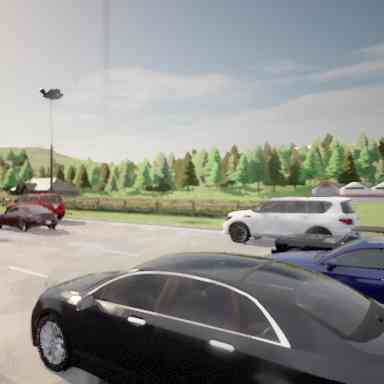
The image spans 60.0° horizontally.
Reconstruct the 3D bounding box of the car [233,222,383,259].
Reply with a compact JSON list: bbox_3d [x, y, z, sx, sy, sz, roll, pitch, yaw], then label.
[{"bbox_3d":[3.290,1.524,5.946,4.674,1.442,1.812,0,0,36],"label":"car"}]

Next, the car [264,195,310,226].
[{"bbox_3d":[6.652,1.194,22.985,1.905,1.878,3.866,0,0,36],"label":"car"}]

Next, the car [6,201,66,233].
[{"bbox_3d":[-9.720,1.480,19.520,4.674,1.442,1.812,0,0,35],"label":"car"}]

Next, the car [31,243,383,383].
[{"bbox_3d":[-0.013,1.500,4.003,4.892,1.490,1.837,0,0,36],"label":"car"}]

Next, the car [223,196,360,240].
[{"bbox_3d":[4.042,1.210,14.011,5.566,2.045,2.150,0,0,36],"label":"car"}]

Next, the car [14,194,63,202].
[{"bbox_3d":[-11.973,1.164,25.445,5.566,2.045,2.150,0,0,36],"label":"car"}]

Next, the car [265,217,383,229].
[{"bbox_3d":[4.688,1.597,9.250,4.718,1.301,1.895,0,0,36],"label":"car"}]

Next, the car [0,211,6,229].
[{"bbox_3d":[-11.765,1.446,16.696,4.902,1.511,2.128,0,0,36],"label":"car"}]
